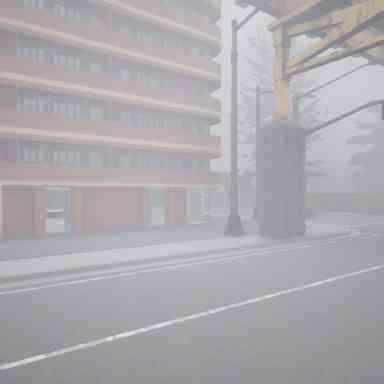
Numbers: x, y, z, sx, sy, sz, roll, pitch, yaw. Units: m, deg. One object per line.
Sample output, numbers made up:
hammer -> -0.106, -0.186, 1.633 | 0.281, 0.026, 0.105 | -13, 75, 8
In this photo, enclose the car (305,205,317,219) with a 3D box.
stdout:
car -> 8.190, 1.351, 28.108 | 2.097, 1.767, 4.553 | 0, 0, -35
